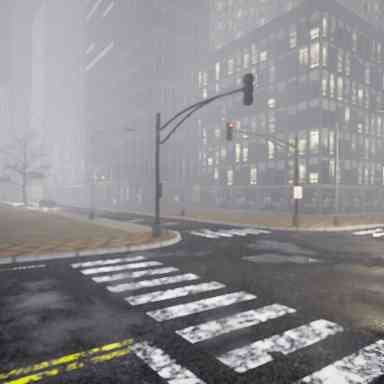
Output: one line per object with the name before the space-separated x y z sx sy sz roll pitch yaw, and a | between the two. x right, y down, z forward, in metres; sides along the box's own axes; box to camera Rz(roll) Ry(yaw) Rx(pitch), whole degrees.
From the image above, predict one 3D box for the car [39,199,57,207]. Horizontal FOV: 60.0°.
car | -23.060 1.745 53.254 1.895 1.301 4.718 1 0 -35
